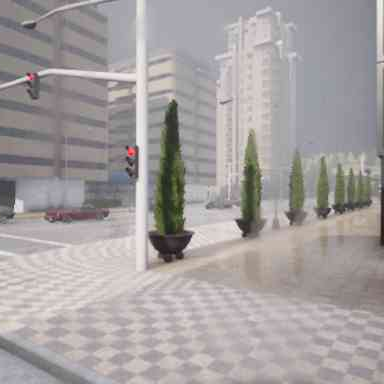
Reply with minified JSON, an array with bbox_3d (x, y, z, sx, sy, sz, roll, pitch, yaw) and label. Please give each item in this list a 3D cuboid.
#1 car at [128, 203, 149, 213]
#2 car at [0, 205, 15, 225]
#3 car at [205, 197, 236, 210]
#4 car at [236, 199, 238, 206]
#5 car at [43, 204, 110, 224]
[{"bbox_3d":[-4.854,1.520,36.322,1.812,1.442,4.674,0,0,34],"label":"car"},{"bbox_3d":[-14.527,1.485,22.239,2.128,1.511,4.902,0,0,34],"label":"car"},{"bbox_3d":[3.392,1.568,42.168,1.994,1.385,4.181,0,0,35],"label":"car"},{"bbox_3d":[7.403,1.523,54.066,1.812,1.442,4.674,0,0,35],"label":"car"},{"bbox_3d":[-8.522,1.604,24.808,1.895,1.301,4.718,0,0,34],"label":"car"}]
